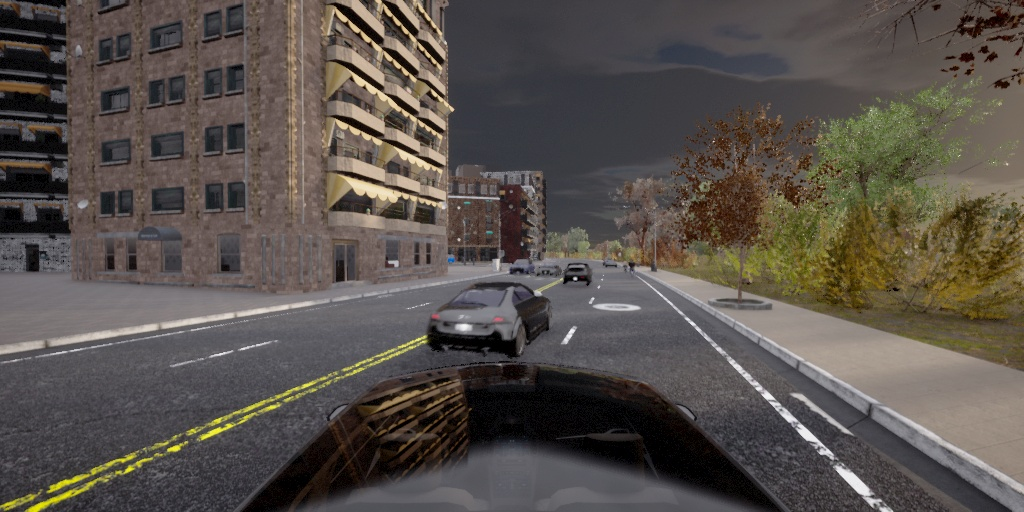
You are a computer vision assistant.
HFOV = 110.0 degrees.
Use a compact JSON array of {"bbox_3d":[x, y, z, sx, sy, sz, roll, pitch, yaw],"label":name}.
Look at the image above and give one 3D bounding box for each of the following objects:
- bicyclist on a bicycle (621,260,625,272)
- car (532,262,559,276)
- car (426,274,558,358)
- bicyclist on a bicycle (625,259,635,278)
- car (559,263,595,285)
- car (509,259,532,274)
[{"bbox_3d":[13.198,1.178,41.821,0.866,1.612,1.509,0,0,14],"label":"bicyclist on a bicycle"},{"bbox_3d":[3.532,1.311,34.333,1.994,1.385,4.181,0,0,15],"label":"car"},{"bbox_3d":[-0.298,1.313,8.642,1.994,1.385,4.181,0,0,17],"label":"car"},{"bbox_3d":[10.564,1.117,31.631,0.659,1.776,1.843,0,0,15],"label":"bicyclist on a bicycle"},{"bbox_3d":[4.902,1.252,26.290,1.837,1.490,4.892,0,0,16],"label":"car"},{"bbox_3d":[1.141,1.098,37.981,2.097,1.767,4.553,0,0,15],"label":"car"}]
